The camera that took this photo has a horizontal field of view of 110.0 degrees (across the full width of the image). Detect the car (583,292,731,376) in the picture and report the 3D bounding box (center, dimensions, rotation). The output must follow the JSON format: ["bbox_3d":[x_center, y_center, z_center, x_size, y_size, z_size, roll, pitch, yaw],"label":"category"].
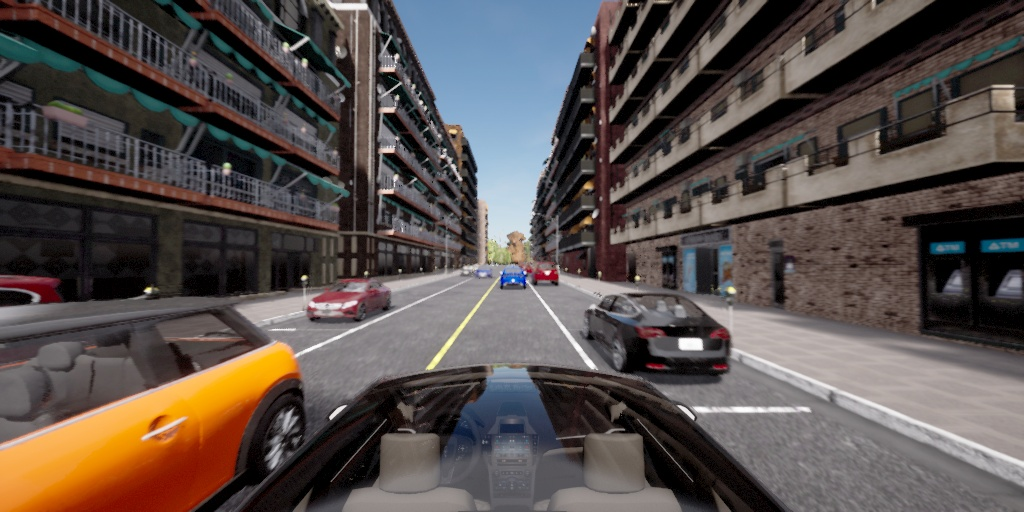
[{"bbox_3d":[2.689,1.395,7.479,1.948,1.339,4.313,0,0,0],"label":"car"}]

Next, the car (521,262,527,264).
[{"bbox_3d":[2.679,1.684,46.451,2.192,1.841,5.009,0,0,0],"label":"car"}]

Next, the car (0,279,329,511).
[{"bbox_3d":[-3.097,1.101,1.642,2.097,1.767,4.553,0,-1,1],"label":"car"}]

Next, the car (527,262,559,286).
[{"bbox_3d":[2.683,1.451,29.749,2.192,1.841,5.009,0,0,0],"label":"car"}]

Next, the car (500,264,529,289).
[{"bbox_3d":[0.088,1.578,27.116,1.882,1.535,5.008,0,-1,0],"label":"car"}]

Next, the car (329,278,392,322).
[{"bbox_3d":[-5.694,1.489,13.078,1.802,1.307,4.207,0,0,0],"label":"car"}]

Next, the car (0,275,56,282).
[{"bbox_3d":[-5.691,1.068,1.943,2.192,1.841,5.009,0,0,0],"label":"car"}]

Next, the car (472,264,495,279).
[{"bbox_3d":[-3.093,1.808,40.183,1.812,1.442,4.674,0,-1,0],"label":"car"}]

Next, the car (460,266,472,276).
[{"bbox_3d":[-5.702,1.921,46.482,2.007,1.370,4.403,0,0,0],"label":"car"}]
